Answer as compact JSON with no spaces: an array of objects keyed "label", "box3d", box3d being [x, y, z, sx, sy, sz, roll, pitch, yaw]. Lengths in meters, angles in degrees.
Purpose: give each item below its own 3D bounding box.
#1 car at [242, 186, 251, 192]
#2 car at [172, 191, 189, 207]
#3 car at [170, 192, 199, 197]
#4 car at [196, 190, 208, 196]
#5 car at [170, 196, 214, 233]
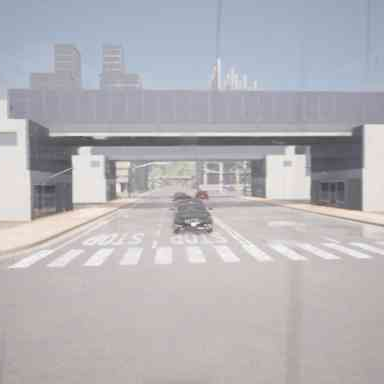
[{"label":"car","box3d":[15.432,-0.851,93.398,1.932,1.855,4.605,-1,1,-4]},{"label":"car","box3d":[-1.422,0.756,38.776,1.837,1.490,4.892,-1,2,-4]},{"label":"car","box3d":[-0.715,0.993,27.422,1.812,1.442,4.674,-1,1,-4]},{"label":"car","box3d":[1.428,0.433,52.420,1.882,1.535,5.008,-1,1,-4]},{"label":"car","box3d":[-0.080,1.164,17.180,1.837,1.490,4.892,-1,1,-4]}]
